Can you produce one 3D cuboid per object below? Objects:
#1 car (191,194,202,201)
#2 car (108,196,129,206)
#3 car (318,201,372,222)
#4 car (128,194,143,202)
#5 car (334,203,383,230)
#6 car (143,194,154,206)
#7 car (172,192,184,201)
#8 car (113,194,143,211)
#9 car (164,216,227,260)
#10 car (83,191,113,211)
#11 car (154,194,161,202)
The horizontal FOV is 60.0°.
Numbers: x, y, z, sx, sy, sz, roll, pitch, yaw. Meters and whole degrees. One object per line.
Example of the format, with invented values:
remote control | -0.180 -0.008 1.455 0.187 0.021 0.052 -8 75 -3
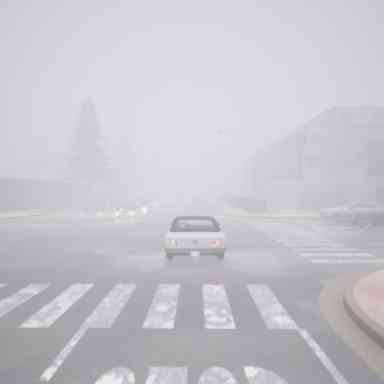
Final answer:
car | 0.878 1.062 65.798 1.994 1.385 4.181 0 0 5
car | -10.304 1.242 46.987 1.895 1.301 4.718 0 0 1
car | 11.180 1.350 22.908 4.674 1.442 1.812 0 0 2
car | -10.109 1.051 59.683 1.837 1.490 4.892 0 0 1
car | 11.173 1.452 19.368 4.718 1.301 1.895 0 0 0
car | -6.821 1.253 45.561 1.895 1.301 4.718 0 0 1
car | -2.702 0.857 64.849 2.097 1.767 4.553 0 0 4
car | -6.910 1.247 36.463 1.812 1.442 4.674 0 0 1
car | 0.102 1.508 12.001 1.895 1.301 4.718 0 0 0
car | -10.396 0.937 37.264 2.150 2.045 5.566 0 0 1
car | -6.616 1.039 59.292 2.128 1.511 4.902 0 0 1
